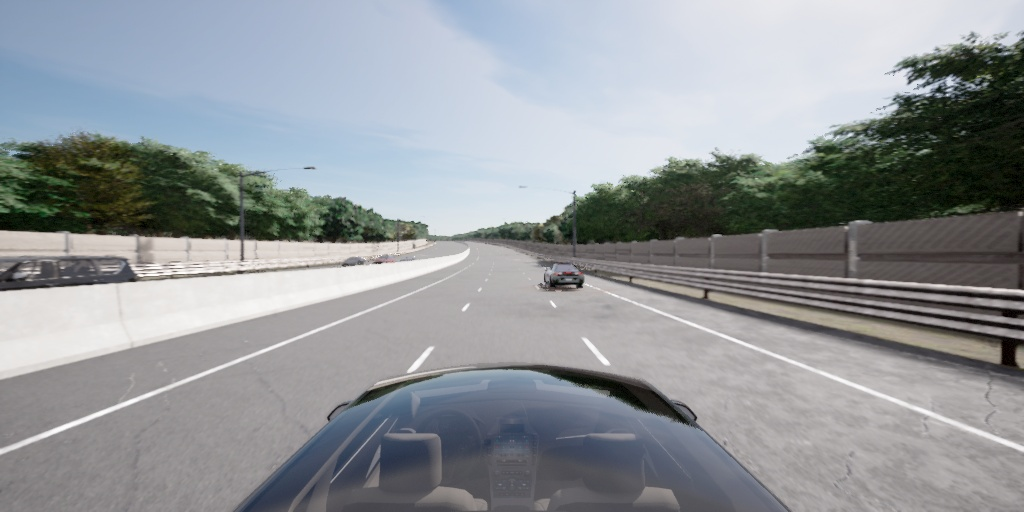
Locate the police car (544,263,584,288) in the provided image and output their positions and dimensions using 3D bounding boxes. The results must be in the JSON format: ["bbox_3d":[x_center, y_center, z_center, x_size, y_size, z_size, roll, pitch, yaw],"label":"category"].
[{"bbox_3d":[3.298,1.220,23.597,2.038,1.542,4.974,0,0,-1],"label":"police car"}]

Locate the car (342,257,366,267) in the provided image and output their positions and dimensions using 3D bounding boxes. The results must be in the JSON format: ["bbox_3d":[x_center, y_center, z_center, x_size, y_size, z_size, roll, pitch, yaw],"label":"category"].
[{"bbox_3d":[-22.007,0.876,50.063,1.837,1.490,4.892,0,1,-2],"label":"car"}]

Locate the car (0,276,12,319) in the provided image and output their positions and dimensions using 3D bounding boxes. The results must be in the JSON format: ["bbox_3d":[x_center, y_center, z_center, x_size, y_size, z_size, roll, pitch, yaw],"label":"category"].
[{"bbox_3d":[-17.621,1.358,9.827,1.994,1.385,4.181,0,0,0],"label":"car"}]

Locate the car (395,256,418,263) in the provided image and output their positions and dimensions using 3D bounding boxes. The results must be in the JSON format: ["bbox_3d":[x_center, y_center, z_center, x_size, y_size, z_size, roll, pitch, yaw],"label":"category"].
[{"bbox_3d":[-15.103,0.791,52.670,2.128,1.511,4.902,0,1,-2],"label":"car"}]

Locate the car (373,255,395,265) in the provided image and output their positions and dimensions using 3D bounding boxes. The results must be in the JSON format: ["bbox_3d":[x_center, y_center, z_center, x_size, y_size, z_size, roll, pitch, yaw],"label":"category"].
[{"bbox_3d":[-18.599,0.664,52.519,2.097,1.767,4.553,0,1,-2],"label":"car"}]

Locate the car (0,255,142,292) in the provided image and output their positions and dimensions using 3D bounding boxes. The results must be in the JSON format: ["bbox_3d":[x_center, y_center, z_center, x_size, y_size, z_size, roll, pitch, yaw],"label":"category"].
[{"bbox_3d":[-14.122,1.006,10.312,2.150,2.045,5.566,0,0,0],"label":"car"}]
